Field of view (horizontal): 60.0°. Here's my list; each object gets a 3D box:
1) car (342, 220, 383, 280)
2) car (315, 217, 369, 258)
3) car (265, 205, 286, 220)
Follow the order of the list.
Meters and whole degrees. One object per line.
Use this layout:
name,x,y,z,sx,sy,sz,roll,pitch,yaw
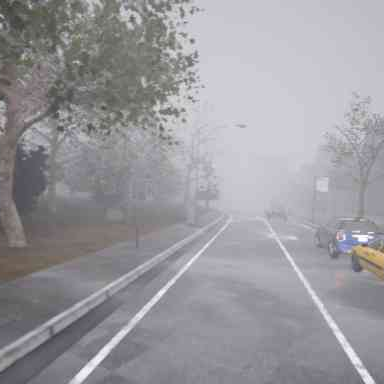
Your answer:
car,6.100,1.926,9.545,1.801,1.575,5.366,3,-1,10
car,7.126,1.942,15.263,2.097,1.767,4.553,3,-1,10
car,10.142,2.372,40.603,2.097,1.767,4.553,3,-1,6
